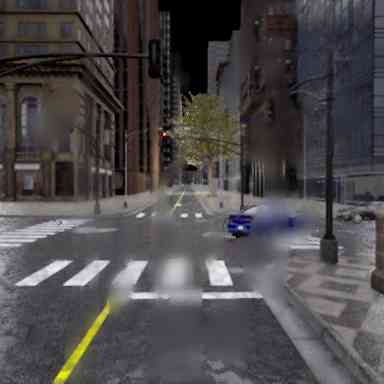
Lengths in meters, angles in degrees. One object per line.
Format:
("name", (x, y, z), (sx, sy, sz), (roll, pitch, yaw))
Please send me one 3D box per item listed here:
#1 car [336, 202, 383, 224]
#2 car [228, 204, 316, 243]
("car", (11.735, 1.308, 21.720), (4.403, 1.369, 2.008), (0, 0, 0))
("car", (3.719, 1.271, 14.990), (5.008, 1.535, 1.882), (0, -1, -45))
